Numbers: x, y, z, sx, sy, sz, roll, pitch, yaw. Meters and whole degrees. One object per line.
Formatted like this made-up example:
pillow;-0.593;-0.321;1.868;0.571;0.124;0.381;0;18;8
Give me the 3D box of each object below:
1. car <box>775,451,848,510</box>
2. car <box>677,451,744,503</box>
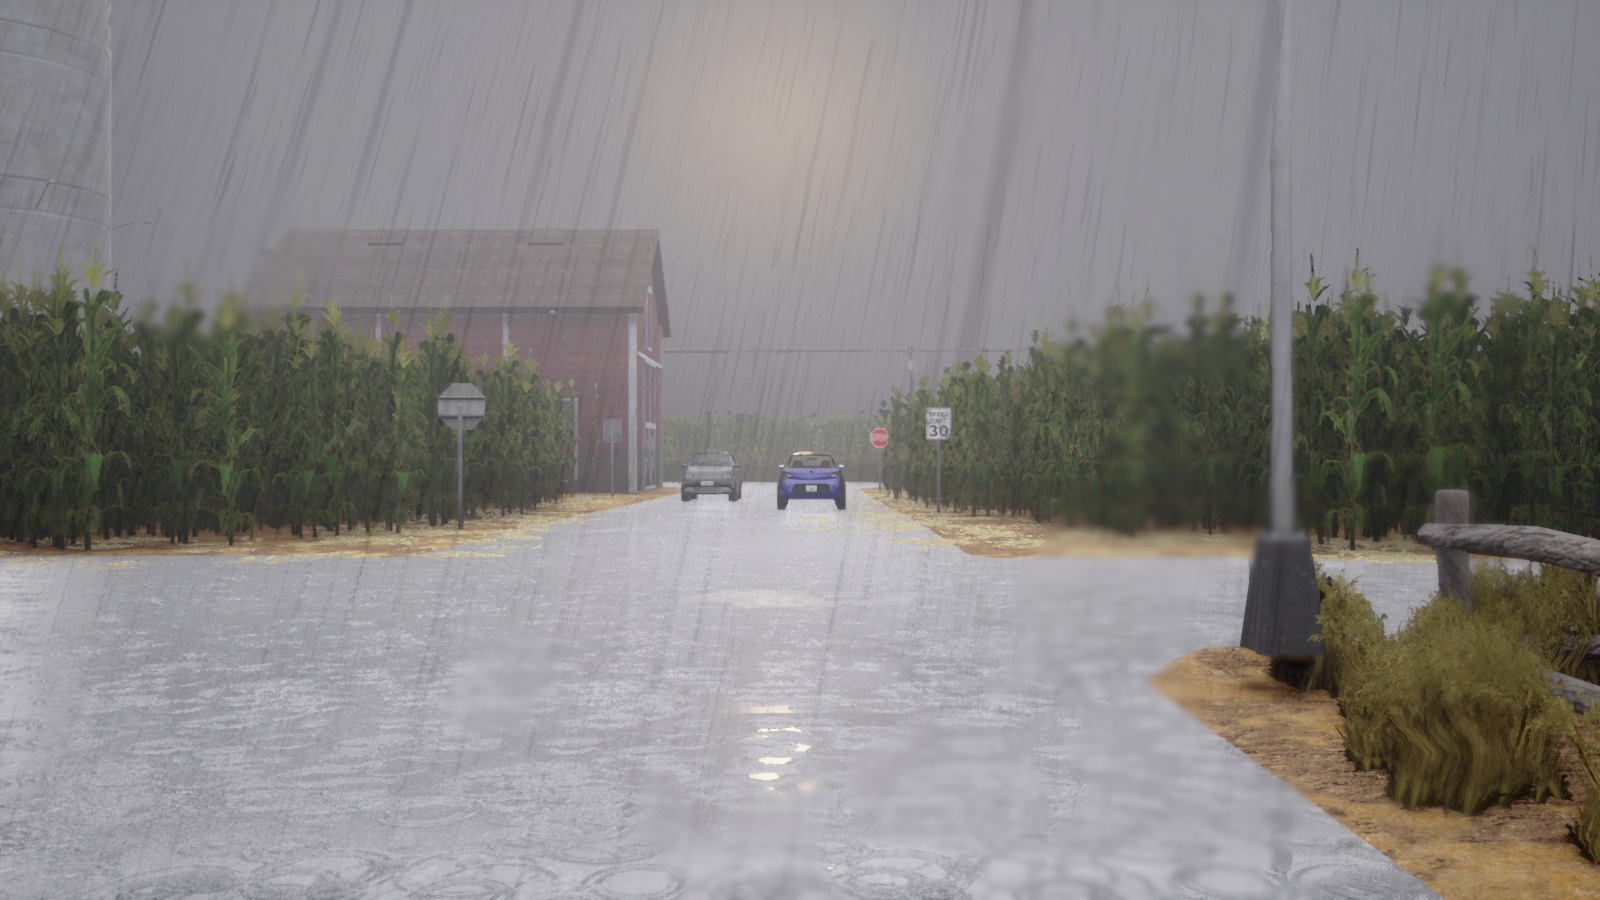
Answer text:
car;0.303;0.782;33.190;1.816;1.474;4.193;0;-1;1
car;-2.745;0.819;39.158;1.789;1.549;3.705;0;-1;1
